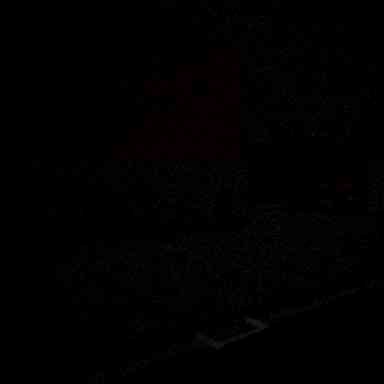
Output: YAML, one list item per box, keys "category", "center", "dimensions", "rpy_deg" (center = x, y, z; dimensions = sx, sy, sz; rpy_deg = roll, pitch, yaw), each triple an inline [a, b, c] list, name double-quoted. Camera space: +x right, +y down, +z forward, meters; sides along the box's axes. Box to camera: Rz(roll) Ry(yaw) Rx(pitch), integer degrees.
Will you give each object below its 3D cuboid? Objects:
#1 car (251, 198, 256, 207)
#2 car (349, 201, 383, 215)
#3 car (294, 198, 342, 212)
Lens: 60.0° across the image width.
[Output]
- category: "car"
  center: [6.403, 1.315, 43.574]
  dimensions: [1.947, 1.339, 4.313]
  rpy_deg: [-1, 0, -36]
- category: "car"
  center: [16.377, 1.323, 29.760]
  dimensions: [1.887, 1.381, 4.507]
  rpy_deg: [0, 0, -36]
- category: "car"
  center: [12.953, 1.291, 34.502]
  dimensions: [1.752, 1.417, 4.829]
  rpy_deg: [0, 0, -36]
